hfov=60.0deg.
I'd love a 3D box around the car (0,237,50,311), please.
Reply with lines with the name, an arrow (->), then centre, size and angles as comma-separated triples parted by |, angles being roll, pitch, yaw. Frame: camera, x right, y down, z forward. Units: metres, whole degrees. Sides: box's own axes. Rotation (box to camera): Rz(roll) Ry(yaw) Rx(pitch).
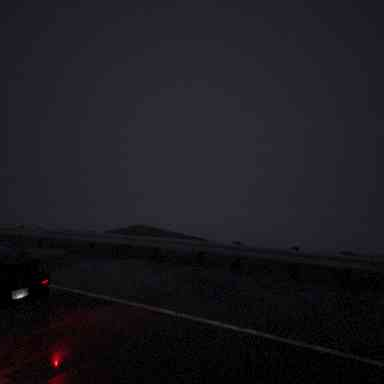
car -> -4.889, 1.549, 6.737 | 4.674, 1.442, 1.812 | 0, 0, 30
